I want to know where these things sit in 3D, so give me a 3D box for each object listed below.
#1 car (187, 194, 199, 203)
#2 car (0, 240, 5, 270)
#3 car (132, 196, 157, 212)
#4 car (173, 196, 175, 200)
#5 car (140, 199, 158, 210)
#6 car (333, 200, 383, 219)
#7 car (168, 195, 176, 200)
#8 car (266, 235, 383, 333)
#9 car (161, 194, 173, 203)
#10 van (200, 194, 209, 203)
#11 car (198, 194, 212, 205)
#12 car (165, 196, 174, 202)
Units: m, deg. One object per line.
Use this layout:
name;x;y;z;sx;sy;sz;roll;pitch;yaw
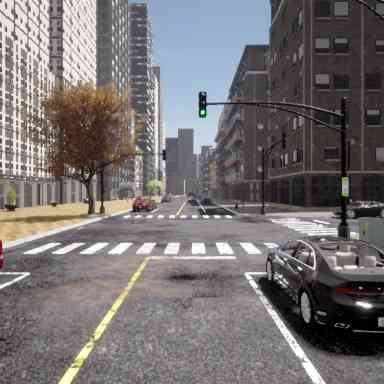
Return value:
car;-0.008;1.667;68.905;1.895;1.301;4.718;0;0;0
car;-5.691;1.546;6.749;1.887;1.381;4.507;0;0;0
car;-5.696;1.342;39.137;2.192;1.841;5.009;0;0;0
car;-5.700;1.397;77.797;2.192;1.841;5.009;0;0;0
car;-5.696;1.599;44.660;1.947;1.339;4.313;0;0;0
car;13.423;1.354;26.157;4.403;1.369;2.008;-1;1;-1
car;-5.702;1.668;94.366;2.008;1.369;4.403;0;0;0
car;2.689;1.553;6.750;2.008;1.369;4.403;0;0;0
car;-5.700;1.638;72.275;1.947;1.339;4.313;0;0;0
van;2.681;1.413;72.276;1.690;1.788;3.998;0;0;0
car;2.683;1.620;61.229;1.947;1.339;4.313;0;0;0
car;-5.701;1.644;83.320;2.008;1.369;4.403;0;0;0
